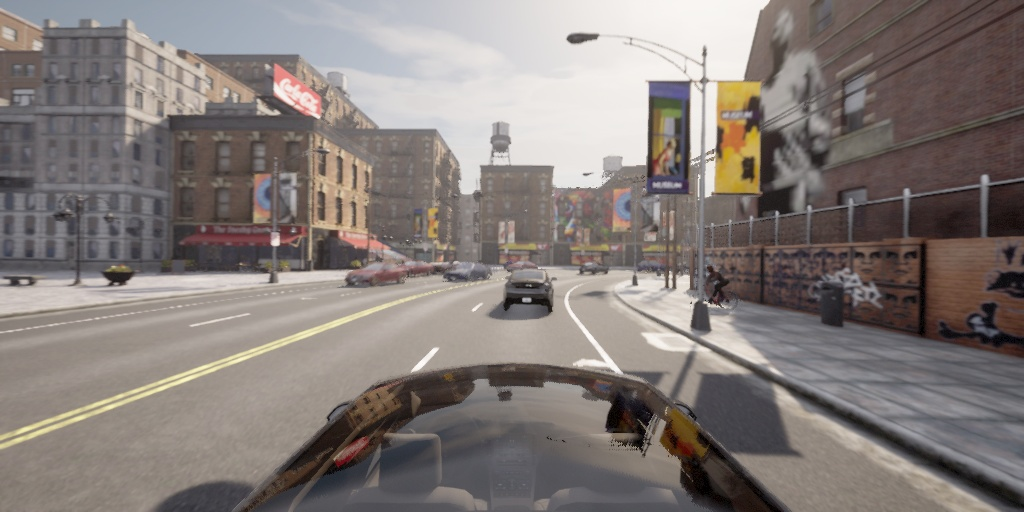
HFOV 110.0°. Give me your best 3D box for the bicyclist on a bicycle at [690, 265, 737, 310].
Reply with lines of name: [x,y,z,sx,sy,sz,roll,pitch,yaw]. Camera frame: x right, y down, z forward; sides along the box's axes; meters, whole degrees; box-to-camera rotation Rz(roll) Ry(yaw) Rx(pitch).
bicyclist on a bicycle: [7.308,1.153,12.965,1.656,1.620,0.582,1,0,4]

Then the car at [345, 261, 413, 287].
car: [-8.562,1.133,22.996,1.812,1.442,4.674,1,0,15]

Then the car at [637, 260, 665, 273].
car: [19.284,1.364,49.030,4.553,1.767,2.097,1,0,-28]

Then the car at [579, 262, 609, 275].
car: [9.595,1.397,41.934,1.812,1.442,4.674,1,0,43]

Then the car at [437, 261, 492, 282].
car: [-3.351,1.231,28.358,2.033,1.411,5.357,1,0,21]

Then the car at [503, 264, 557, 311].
car: [0.758,1.258,14.657,1.837,1.490,4.892,1,0,6]

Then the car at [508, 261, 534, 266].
car: [1.235,1.270,43.508,1.812,1.442,4.674,1,0,38]

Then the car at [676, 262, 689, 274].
car: [23.245,1.578,47.063,4.892,1.490,1.837,1,0,-23]
